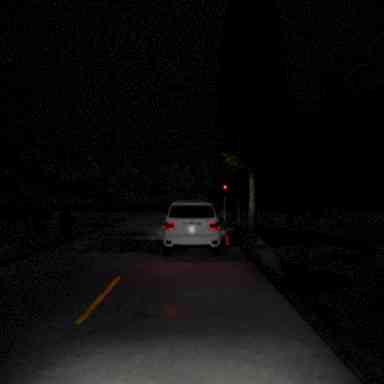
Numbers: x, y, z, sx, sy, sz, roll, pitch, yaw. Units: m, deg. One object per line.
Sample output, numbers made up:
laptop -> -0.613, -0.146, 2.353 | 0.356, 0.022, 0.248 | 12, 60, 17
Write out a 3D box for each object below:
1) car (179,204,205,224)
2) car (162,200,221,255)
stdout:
car -> -0.010, 1.819, 28.986 | 2.033, 1.411, 5.357 | 0, -1, 0
car -> -0.005, 1.348, 14.014 | 2.150, 2.045, 5.566 | 0, 0, 0
